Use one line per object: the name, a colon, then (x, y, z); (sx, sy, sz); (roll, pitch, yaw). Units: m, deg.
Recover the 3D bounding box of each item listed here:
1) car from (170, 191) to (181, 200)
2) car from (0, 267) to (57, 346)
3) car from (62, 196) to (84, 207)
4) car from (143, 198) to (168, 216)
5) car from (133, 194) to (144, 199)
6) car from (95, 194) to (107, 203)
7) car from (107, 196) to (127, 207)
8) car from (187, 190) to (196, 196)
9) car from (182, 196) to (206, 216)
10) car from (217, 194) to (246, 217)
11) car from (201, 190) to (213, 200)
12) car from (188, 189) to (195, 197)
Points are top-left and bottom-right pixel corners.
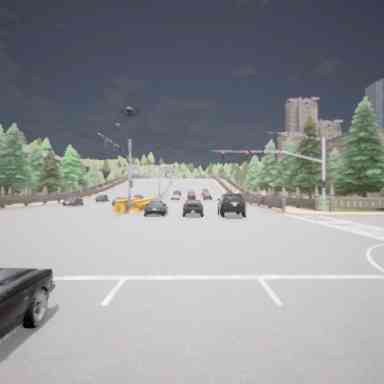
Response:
car: (-3.610, 1.027, 71.948); (1.895, 1.301, 4.718); (0, 3, 0)
car: (-3.416, 1.595, 3.993); (1.895, 1.301, 4.718); (0, 0, 0)
car: (-17.579, 1.416, 49.307); (2.128, 1.511, 4.902); (0, 0, 0)
car: (-3.403, 1.513, 32.239); (1.994, 1.385, 4.181); (0, 0, 0)
car: (-10.583, 1.262, 65.086); (1.837, 1.490, 4.892); (0, 2, 0)
car: (-17.577, 1.258, 65.060); (1.837, 1.490, 4.892); (0, 2, 0)
car: (-10.584, 1.415, 49.201); (2.128, 1.511, 4.902); (0, 0, 0)
car: (-0.110, 0.912, 71.930); (1.882, 1.535, 5.008); (0, 3, 0)
car: (0.098, 1.455, 31.716); (1.837, 1.490, 4.892); (0, 0, 0)
car: (3.598, 1.173, 30.728); (2.150, 2.045, 5.566); (0, 0, 0)
car: (3.390, 0.958, 71.952); (1.812, 1.442, 4.674); (0, 3, 0)
car: (-0.166, 0.153, 81.950); (1.812, 1.442, 4.674); (0, 7, 0)
